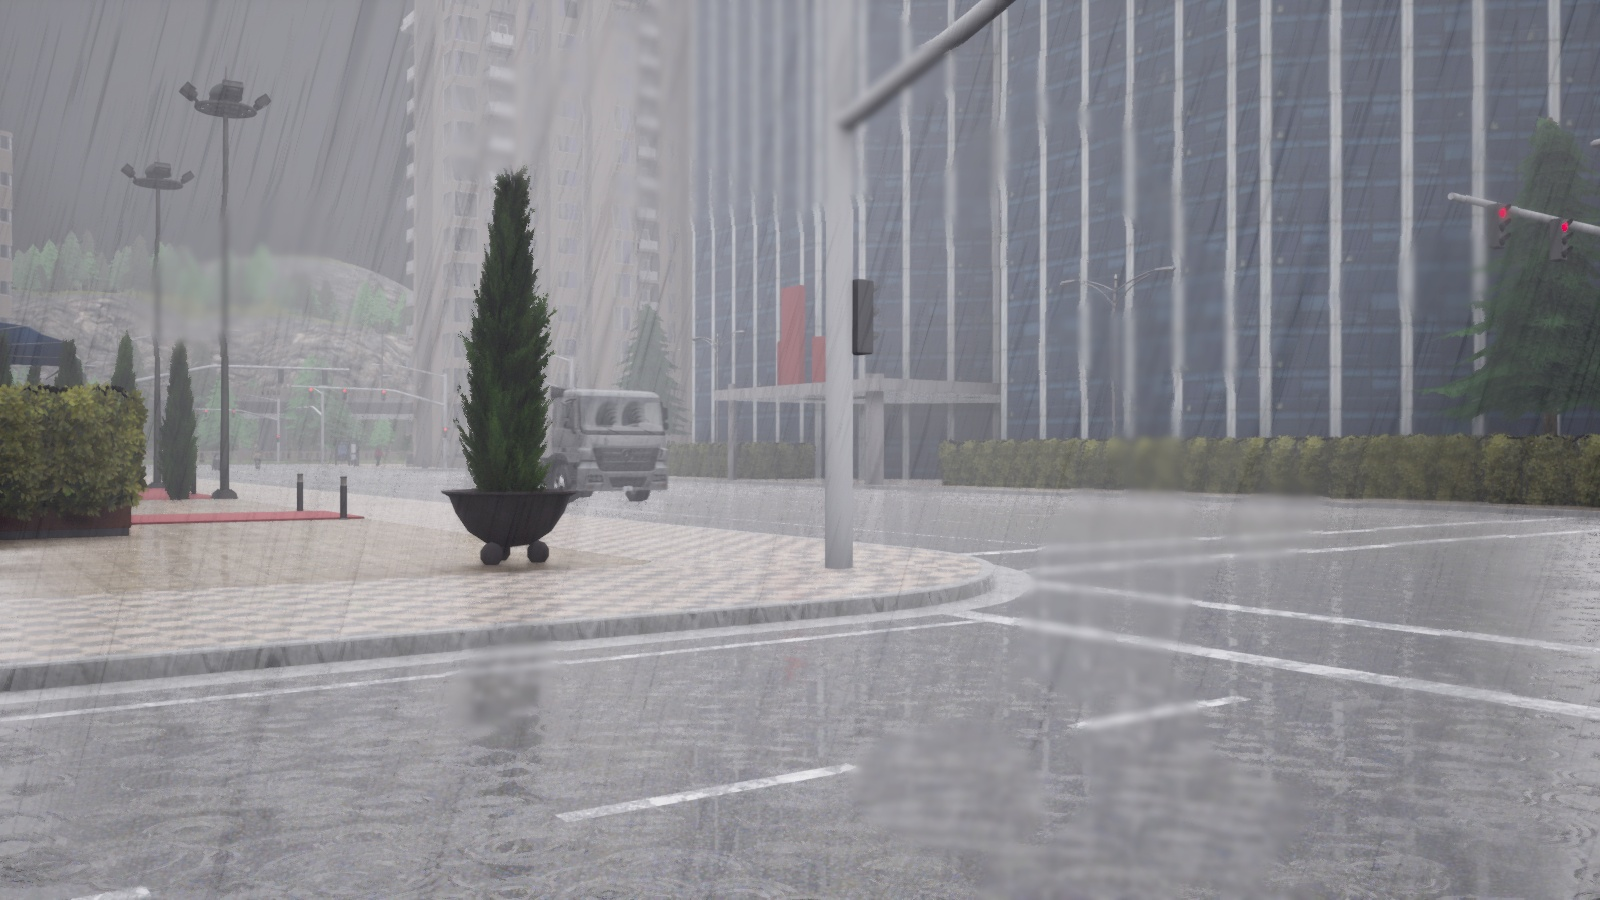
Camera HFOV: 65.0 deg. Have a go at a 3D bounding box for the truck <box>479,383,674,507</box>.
[{"bbox_3d":[-7.190,-0.126,39.327,2.891,3.462,7.936,0,0,-35],"label":"truck"}]
